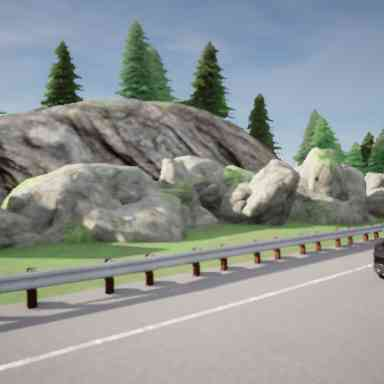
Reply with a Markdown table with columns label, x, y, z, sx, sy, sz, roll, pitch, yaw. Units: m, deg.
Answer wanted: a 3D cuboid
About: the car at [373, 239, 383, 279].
| label | x | y | z | sx | sy | sz | roll | pitch | yaw |
| --- | --- | --- | --- | --- | --- | --- | --- | --- | --- |
| car | 6.619 | 1.512 | 8.846 | 4.892 | 1.490 | 1.837 | 0 | 0 | -38 |
